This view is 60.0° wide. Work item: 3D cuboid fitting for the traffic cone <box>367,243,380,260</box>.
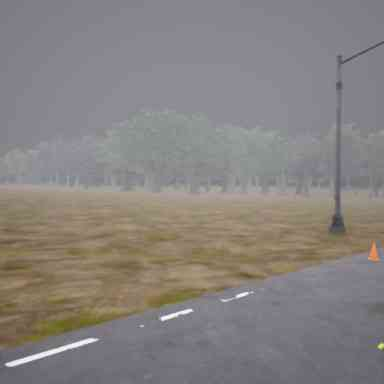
[{"bbox_3d":[6.500,2.109,11.887,0.340,0.580,0.340,1,0,-41],"label":"traffic cone"}]
